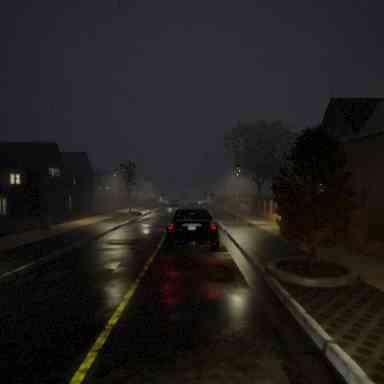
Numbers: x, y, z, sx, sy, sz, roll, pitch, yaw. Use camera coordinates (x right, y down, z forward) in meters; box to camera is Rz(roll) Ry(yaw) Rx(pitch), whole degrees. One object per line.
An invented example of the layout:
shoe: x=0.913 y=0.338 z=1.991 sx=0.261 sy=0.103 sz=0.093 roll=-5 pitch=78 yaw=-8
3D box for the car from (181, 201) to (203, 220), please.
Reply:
car: x=0.000 y=1.592 z=29.661 sx=1.812 sy=1.442 sz=4.674 roll=0 pitch=0 yaw=0

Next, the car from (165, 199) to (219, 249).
car: x=0.000 y=1.382 z=14.626 sx=2.097 sy=1.767 sz=4.553 roll=0 pitch=0 yaw=0

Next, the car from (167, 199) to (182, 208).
car: x=-2.749 y=1.791 z=53.107 sx=2.033 sy=1.411 sz=5.357 roll=0 pitch=0 yaw=0
